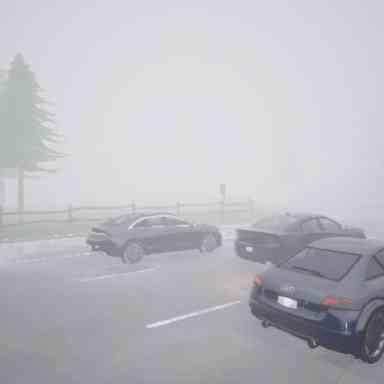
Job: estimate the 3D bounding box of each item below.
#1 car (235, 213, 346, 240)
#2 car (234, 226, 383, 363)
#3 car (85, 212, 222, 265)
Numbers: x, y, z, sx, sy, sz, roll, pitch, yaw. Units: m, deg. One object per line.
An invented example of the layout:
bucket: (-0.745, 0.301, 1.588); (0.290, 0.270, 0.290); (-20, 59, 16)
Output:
car: (3.588, 1.406, 10.603); (5.008, 1.535, 1.882); (-1, 0, -35)
car: (2.978, 1.518, 5.868); (4.181, 1.385, 1.994); (-1, 0, -35)
car: (-1.150, 1.446, 11.523); (4.902, 1.511, 2.128); (0, 0, -35)
